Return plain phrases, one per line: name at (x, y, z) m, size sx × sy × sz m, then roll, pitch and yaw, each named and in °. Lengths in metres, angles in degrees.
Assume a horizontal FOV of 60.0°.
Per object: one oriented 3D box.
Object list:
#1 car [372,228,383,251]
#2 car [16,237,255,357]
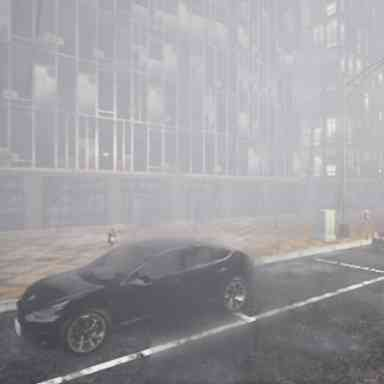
car at (8.545, 1.546, 12.643) m, size 4.206 × 1.307 × 1.802 m, roll 0°, pitch 0°, yaw -35°
car at (-0.725, 1.559, 6.037) m, size 4.313 × 1.339 × 1.947 m, roll 0°, pitch 0°, yaw -35°
